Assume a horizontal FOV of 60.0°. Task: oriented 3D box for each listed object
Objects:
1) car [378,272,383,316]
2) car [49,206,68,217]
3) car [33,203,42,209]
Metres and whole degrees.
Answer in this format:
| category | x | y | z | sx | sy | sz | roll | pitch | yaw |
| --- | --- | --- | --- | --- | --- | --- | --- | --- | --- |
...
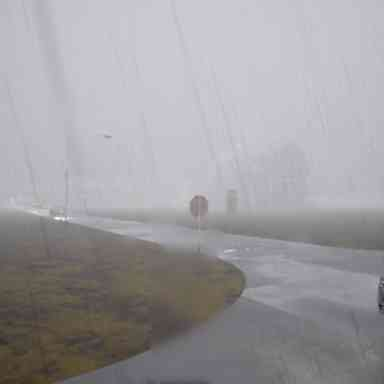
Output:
| category | x | y | z | sx | sy | sz | roll | pitch | yaw |
| --- | --- | --- | --- | --- | --- | --- | --- | --- | --- |
| car | 5.459 | 1.515 | 6.134 | 5.008 | 1.535 | 1.882 | 0 | 0 | -32 |
| car | -19.478 | 2.774 | 48.469 | 2.128 | 1.511 | 4.902 | 2 | -2 | -32 |
| car | -39.991 | 3.604 | 86.076 | 1.837 | 1.490 | 4.892 | 2 | -2 | -32 |
